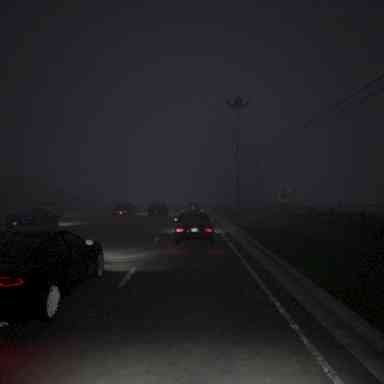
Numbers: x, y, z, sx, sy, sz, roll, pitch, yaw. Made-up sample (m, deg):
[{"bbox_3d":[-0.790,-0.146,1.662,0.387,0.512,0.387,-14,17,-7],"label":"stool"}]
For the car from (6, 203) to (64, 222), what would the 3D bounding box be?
[{"bbox_3d":[-10.469,1.692,22.006,1.812,1.442,4.674,0,0,1],"label":"car"}]

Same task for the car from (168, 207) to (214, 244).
[{"bbox_3d":[0.099,1.673,16.532,2.033,1.411,5.357,0,0,0],"label":"car"}]

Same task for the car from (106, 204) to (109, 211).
[{"bbox_3d":[-10.408,1.907,45.519,1.994,1.385,4.181,0,0,0],"label":"car"}]

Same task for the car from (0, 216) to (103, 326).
[{"bbox_3d":[-3.401,1.534,7.320,1.882,1.535,5.008,0,0,0],"label":"car"}]

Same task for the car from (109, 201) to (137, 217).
[{"bbox_3d":[-6.903,1.767,34.714,1.837,1.490,4.892,0,-1,0],"label":"car"}]

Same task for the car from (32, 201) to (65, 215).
[{"bbox_3d":[-13.902,1.591,31.794,2.097,1.767,4.553,0,-1,0],"label":"car"}]

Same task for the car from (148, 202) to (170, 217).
[{"bbox_3d":[-3.403,1.737,34.320,1.882,1.535,5.008,0,0,0],"label":"car"}]

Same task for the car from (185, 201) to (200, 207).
[{"bbox_3d":[0.097,1.884,42.400,1.994,1.385,4.181,0,0,0],"label":"car"}]
